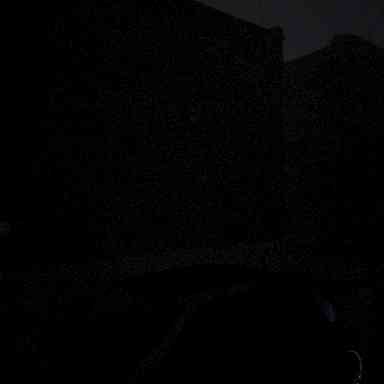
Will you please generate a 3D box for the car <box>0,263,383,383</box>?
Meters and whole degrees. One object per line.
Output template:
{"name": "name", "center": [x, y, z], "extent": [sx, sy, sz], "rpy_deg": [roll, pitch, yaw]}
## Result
{"name": "car", "center": [0.031, 1.555, 3.404], "extent": [5.357, 1.411, 2.033], "rpy_deg": [0, 0, -36]}
